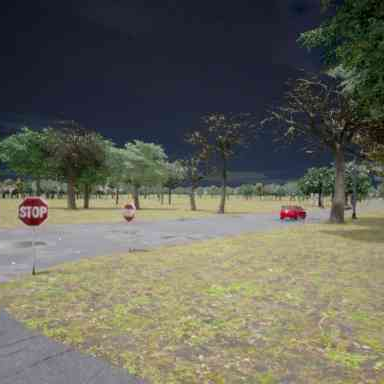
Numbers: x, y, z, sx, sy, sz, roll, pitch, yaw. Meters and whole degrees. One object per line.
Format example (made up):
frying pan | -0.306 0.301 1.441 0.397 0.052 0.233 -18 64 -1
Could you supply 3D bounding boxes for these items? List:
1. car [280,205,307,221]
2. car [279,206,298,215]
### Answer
car | 13.771 2.777 45.101 2.150 2.045 5.566 1 -1 36
car | 18.403 3.420 63.525 1.882 1.535 5.008 1 -1 36
